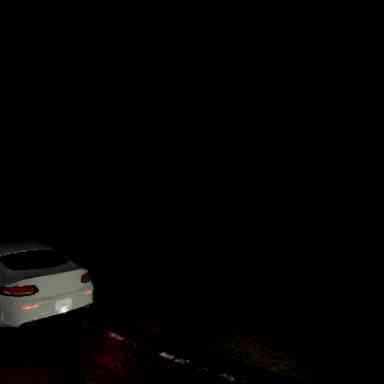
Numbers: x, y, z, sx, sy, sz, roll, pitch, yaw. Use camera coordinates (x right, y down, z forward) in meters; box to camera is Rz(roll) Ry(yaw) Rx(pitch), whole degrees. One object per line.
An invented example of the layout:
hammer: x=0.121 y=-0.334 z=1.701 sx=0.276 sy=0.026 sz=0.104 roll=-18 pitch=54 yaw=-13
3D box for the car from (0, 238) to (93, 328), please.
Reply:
car: x=-3.945 y=1.688 z=6.799 sx=4.674 sy=1.442 sz=1.812 roll=-1 pitch=-2 yaw=36
